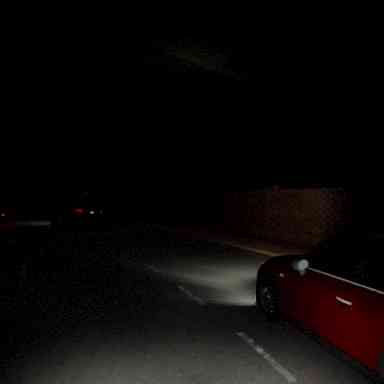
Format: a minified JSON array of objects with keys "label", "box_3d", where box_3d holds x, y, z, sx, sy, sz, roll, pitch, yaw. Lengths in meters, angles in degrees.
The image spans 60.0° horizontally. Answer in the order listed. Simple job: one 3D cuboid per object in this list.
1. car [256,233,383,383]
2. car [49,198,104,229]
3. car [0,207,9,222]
[{"label":"car","box_3d":[2.669,1.376,4.779,2.097,1.767,4.553,0,0,-14]},{"label":"car","box_3d":[-8.339,1.436,23.788,2.150,2.045,5.566,0,0,-42]},{"label":"car","box_3d":[-17.062,1.881,27.941,1.895,1.301,4.718,0,-1,-44]}]
